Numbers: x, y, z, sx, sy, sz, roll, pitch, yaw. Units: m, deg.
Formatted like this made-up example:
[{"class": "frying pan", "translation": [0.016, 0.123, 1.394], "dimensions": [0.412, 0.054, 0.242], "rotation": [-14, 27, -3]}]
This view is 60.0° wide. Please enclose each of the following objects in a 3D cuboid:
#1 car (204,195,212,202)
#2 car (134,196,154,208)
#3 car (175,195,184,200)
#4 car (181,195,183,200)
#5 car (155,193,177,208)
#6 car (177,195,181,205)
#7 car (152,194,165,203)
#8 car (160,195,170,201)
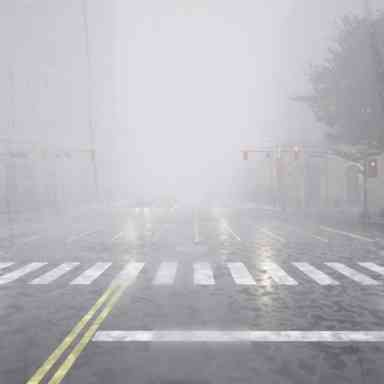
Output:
[{"class": "car", "translation": [3.691, 1.525, 78.514], "dimensions": [2.128, 1.511, 4.902], "rotation": [0, 0, 1]}, {"class": "car", "translation": [-7.088, 1.564, 48.163], "dimensions": [1.994, 1.385, 4.181], "rotation": [0, 0, 0]}, {"class": "car", "translation": [-3.228, 1.392, 86.315], "dimensions": [2.033, 1.411, 5.357], "rotation": [0, 0, 1]}, {"class": "car", "translation": [-3.387, 1.525, 71.238], "dimensions": [2.128, 1.511, 4.902], "rotation": [0, 0, 1]}, {"class": "car", "translation": [-3.589, 1.352, 46.908], "dimensions": [2.097, 1.767, 4.553], "rotation": [0, 0, 0]}, {"class": "car", "translation": [-3.560, 1.221, 59.985], "dimensions": [2.150, 2.045, 5.566], "rotation": [0, 0, 1]}, {"class": "car", "translation": [-6.908, 1.354, 69.249], "dimensions": [2.097, 1.767, 4.553], "rotation": [0, 0, 1]}, {"class": "car", "translation": [-6.762, 1.549, 83.077], "dimensions": [1.994, 1.385, 4.181], "rotation": [0, 0, 1]}]
